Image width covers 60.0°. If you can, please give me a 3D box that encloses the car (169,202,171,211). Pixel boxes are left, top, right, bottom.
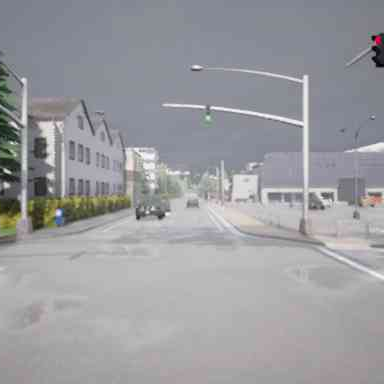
[{"bbox_3d":[-3.501,1.590,39.493,1.837,1.490,4.892,0,0,0],"label":"car"}]

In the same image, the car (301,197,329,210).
[{"bbox_3d":[15.520,1.553,43.047,2.007,1.523,4.514,0,0,0],"label":"car"}]

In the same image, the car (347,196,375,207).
[{"bbox_3d":[25.597,1.407,50.423,2.152,1.636,5.027,0,0,0],"label":"car"}]

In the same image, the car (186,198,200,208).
[{"bbox_3d":[0.113,1.591,49.763,2.128,1.511,4.902,0,0,0],"label":"car"}]

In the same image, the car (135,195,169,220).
[{"bbox_3d":[-3.537,1.288,29.337,2.150,2.045,5.566,0,0,0],"label":"car"}]
